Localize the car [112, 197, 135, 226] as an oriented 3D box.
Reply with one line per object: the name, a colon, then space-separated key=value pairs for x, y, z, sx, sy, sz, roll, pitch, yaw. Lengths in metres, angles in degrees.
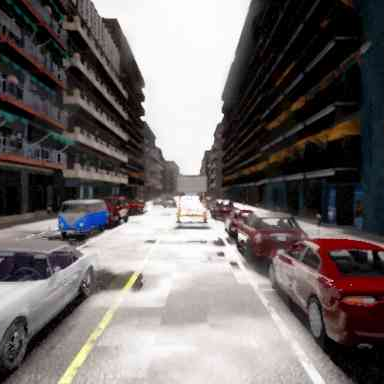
car: x=-5.702 y=1.290 z=23.298 sx=2.192 sy=1.841 sz=5.009 roll=0 pitch=0 yaw=0

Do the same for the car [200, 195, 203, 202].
car: x=2.665 y=1.534 z=51.593 sx=1.887 sy=1.381 sz=4.507 roll=0 pitch=0 yaw=0

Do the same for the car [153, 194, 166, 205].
car: x=-5.718 y=1.520 z=57.101 sx=1.752 sy=1.417 sz=4.829 roll=0 pitch=0 yaw=0

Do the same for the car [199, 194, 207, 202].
car: x=2.662 y=1.521 z=57.422 sx=1.752 sy=1.417 sz=4.829 roll=0 pitch=0 yaw=0

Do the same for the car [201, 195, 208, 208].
car: x=2.668 y=1.531 z=45.928 sx=1.887 sy=1.381 sz=4.507 roll=0 pitch=0 yaw=0

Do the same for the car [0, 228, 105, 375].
car: x=-3.103 y=1.591 z=5.691 sx=1.895 sy=1.301 sz=4.718 roll=0 pitch=0 yaw=0

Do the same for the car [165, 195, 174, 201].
car: x=-5.732 y=1.495 z=85.579 sx=1.967 sy=1.590 sz=4.097 roll=0 pitch=0 yaw=0

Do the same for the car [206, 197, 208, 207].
car: x=2.673 y=1.505 z=34.773 sx=1.752 sy=1.417 sz=4.829 roll=0 pitch=0 yaw=0

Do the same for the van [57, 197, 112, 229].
van: x=-5.699 y=1.317 z=17.638 sx=1.690 sy=1.788 sz=3.998 roll=0 pitch=0 yaw=0

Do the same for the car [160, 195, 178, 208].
car: x=-3.099 y=1.512 z=46.934 sx=1.812 sy=1.442 sz=4.674 roll=0 pitch=0 yaw=0

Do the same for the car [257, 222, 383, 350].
car: x=2.687 y=1.534 z=6.297 sx=1.887 sy=1.381 sz=4.507 roll=0 pitch=0 yaw=0

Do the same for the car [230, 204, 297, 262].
car: x=2.684 y=1.422 z=11.957 sx=1.967 sy=1.590 sz=4.097 roll=0 pitch=0 yaw=0

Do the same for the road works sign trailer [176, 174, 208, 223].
road works sign trailer: x=-0.012 y=0.440 z=25.566 sx=2.380 sy=3.560 sz=2.880 roll=0 pitch=0 yaw=0

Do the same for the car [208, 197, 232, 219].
car: x=2.676 y=1.416 z=28.940 sx=1.967 sy=1.590 sz=4.097 roll=0 pitch=0 yaw=0

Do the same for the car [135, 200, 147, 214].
car: x=-5.707 y=1.524 z=34.622 sx=1.887 sy=1.381 sz=4.507 roll=0 pitch=0 yaw=0

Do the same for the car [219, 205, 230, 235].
car: x=2.681 y=1.558 z=17.621 sx=1.802 sy=1.307 sz=4.206 roll=0 pitch=0 yaw=0
